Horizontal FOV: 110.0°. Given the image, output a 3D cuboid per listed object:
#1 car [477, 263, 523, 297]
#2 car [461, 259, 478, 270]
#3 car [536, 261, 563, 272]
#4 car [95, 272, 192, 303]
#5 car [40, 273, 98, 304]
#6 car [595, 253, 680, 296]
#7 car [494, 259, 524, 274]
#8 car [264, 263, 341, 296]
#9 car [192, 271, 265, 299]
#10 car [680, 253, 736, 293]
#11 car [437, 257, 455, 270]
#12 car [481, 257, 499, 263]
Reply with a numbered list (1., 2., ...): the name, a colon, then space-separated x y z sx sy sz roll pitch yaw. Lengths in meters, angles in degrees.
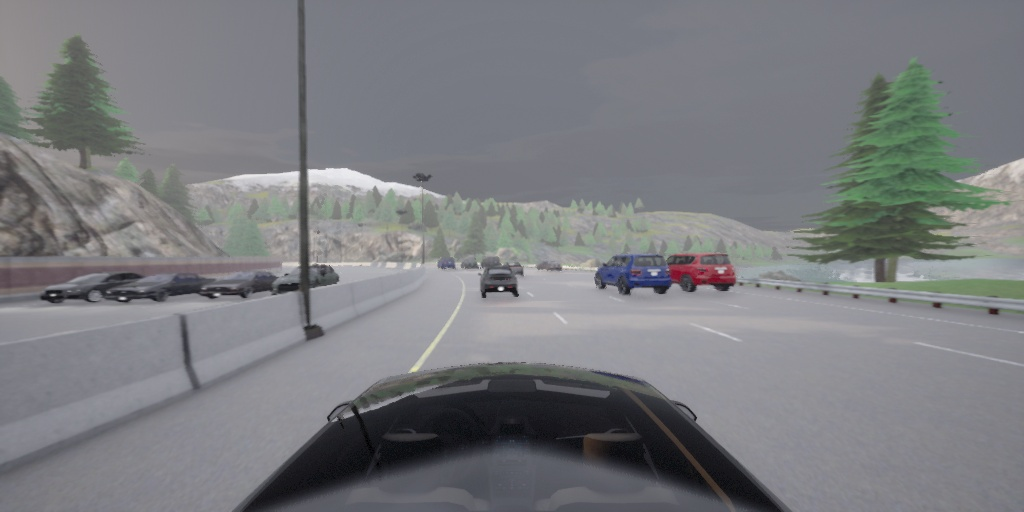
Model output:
1. car: -0.774 1.302 19.385 1.837 1.490 4.892 0 0 -6
2. car: -7.163 1.322 59.770 2.097 1.767 4.553 -1 0 -21
3. car: 4.823 1.314 47.288 2.033 1.411 5.357 -1 0 -18
4. car: -18.482 1.609 19.382 2.033 1.411 5.357 -1 0 -7
5. car: -21.996 1.629 19.364 1.837 1.490 4.892 -1 -1 -7
6. car: 6.308 0.912 19.271 2.150 2.045 5.566 -1 0 -6
7. car: -0.120 1.312 36.660 2.128 1.511 4.902 -1 0 -13
8. car: -11.564 1.310 20.457 2.097 1.767 4.553 -1 0 -7
9. car: -15.084 1.560 20.573 2.033 1.411 5.357 -1 0 -7
10. car: 9.836 0.861 20.096 2.150 2.045 5.566 0 0 -7
11. car: -11.130 1.254 60.630 2.150 2.045 5.566 0 0 -23
12. car: -3.678 1.144 61.067 2.150 2.045 5.566 0 0 -22
